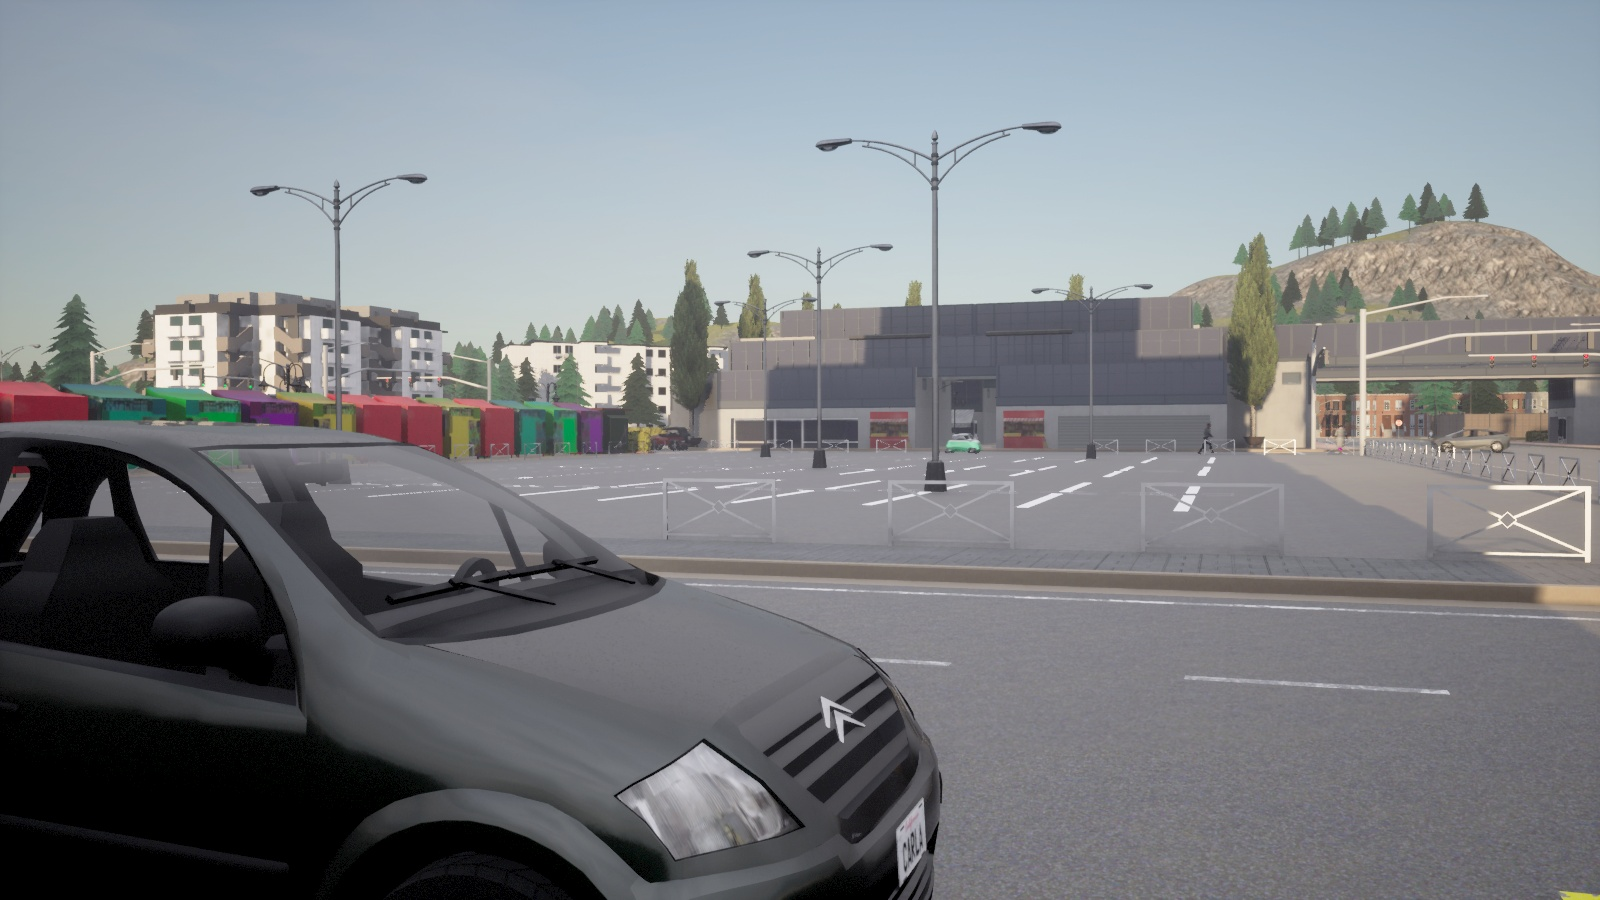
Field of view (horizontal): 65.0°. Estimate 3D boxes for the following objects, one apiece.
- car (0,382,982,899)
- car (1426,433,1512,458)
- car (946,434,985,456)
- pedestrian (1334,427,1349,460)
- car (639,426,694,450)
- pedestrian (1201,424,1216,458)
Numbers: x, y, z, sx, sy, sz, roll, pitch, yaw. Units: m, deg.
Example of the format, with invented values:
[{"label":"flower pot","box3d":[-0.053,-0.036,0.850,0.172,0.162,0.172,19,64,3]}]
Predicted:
[{"label":"car","box3d":[-1.613,0.659,3.733,3.988,1.617,1.851,1,1,19]},{"label":"car","box3d":[42.344,-0.287,79.604,4.514,1.525,2.007,1,1,18]},{"label":"car","box3d":[10.512,-0.301,79.786,2.207,1.376,1.481,0,1,20]},{"label":"pedestrian","box3d":[31.960,-0.401,74.179,0.659,1.952,0.873,0,1,14]},{"label":"car","box3d":[-10.531,-0.944,98.833,3.866,1.878,1.905,1,1,20]},{"label":"pedestrian","box3d":[23.073,-0.508,70.898,0.788,1.949,0.423,1,1,22]}]
